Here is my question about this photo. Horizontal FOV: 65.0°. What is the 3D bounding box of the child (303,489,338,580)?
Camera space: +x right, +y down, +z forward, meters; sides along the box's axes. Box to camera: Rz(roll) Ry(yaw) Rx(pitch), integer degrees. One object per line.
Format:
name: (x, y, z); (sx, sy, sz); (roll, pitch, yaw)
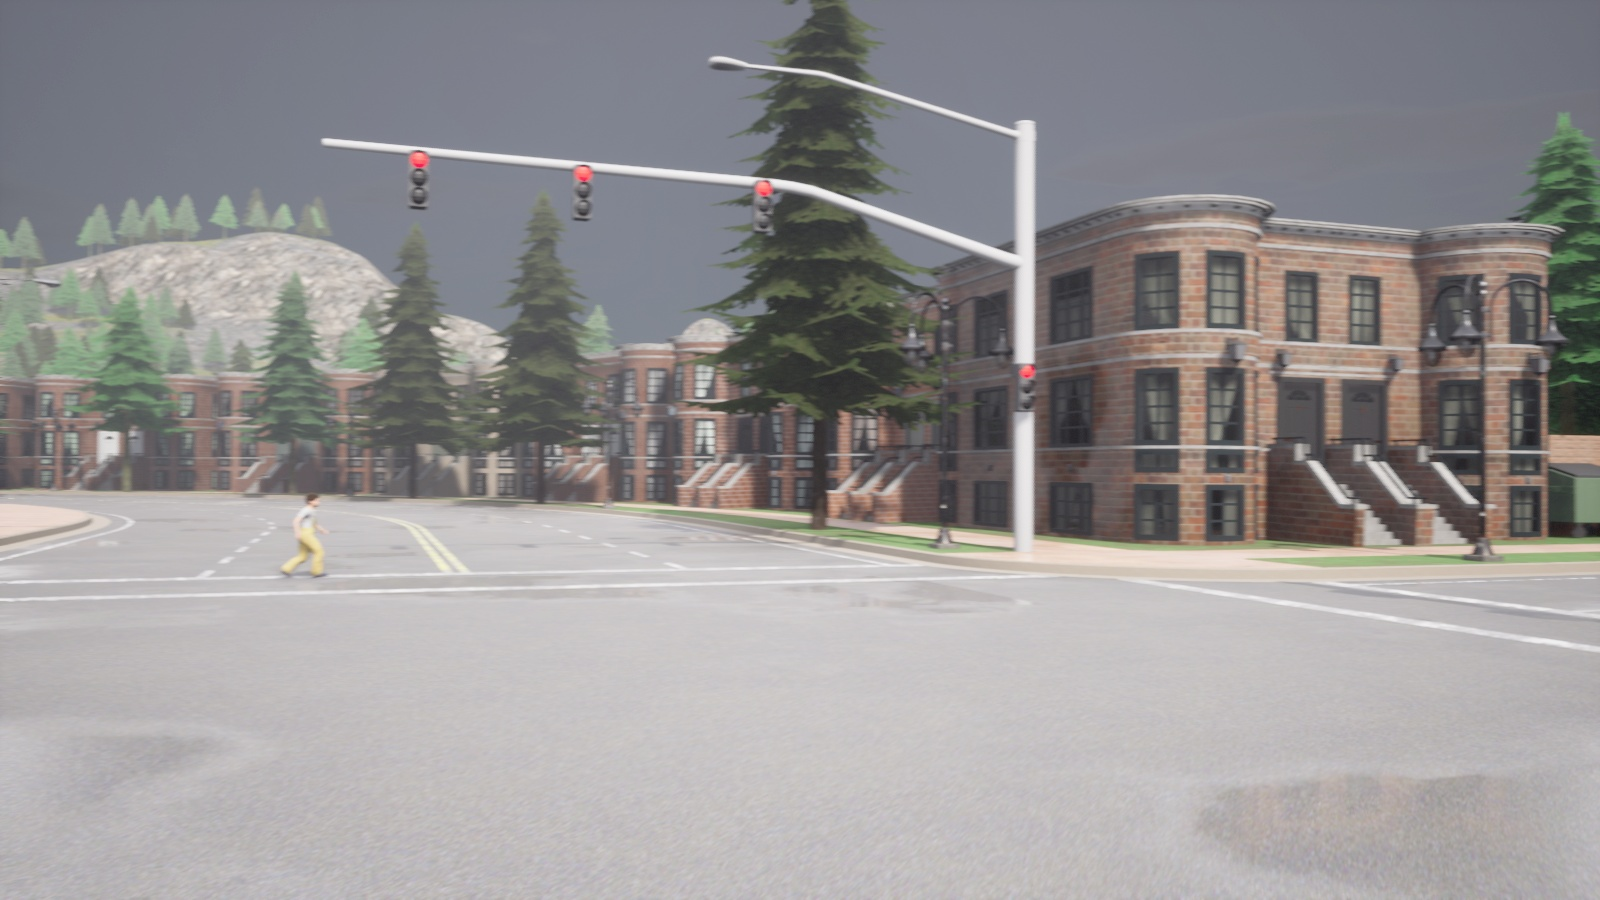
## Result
child: (-6.807, 1.190, 17.819); (0.437, 1.263, 0.270); (0, -1, -17)
